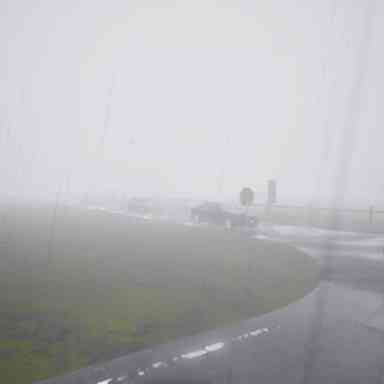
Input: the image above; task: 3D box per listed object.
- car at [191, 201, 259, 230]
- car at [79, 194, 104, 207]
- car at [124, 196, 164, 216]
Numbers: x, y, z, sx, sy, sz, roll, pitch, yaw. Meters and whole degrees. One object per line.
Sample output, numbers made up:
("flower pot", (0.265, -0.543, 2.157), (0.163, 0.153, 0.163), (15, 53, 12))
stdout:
("car", (1.861, 1.321, 20.155), (1.882, 1.535, 5.008), (1, 0, -34))
("car", (-12.218, 0.965, 40.028), (1.812, 1.442, 4.674), (1, 1, -36))
("car", (-4.220, 1.175, 28.760), (1.837, 1.490, 4.892), (1, 0, -35))
